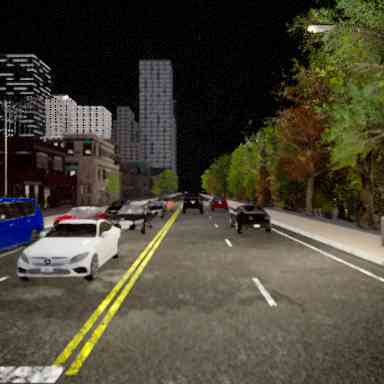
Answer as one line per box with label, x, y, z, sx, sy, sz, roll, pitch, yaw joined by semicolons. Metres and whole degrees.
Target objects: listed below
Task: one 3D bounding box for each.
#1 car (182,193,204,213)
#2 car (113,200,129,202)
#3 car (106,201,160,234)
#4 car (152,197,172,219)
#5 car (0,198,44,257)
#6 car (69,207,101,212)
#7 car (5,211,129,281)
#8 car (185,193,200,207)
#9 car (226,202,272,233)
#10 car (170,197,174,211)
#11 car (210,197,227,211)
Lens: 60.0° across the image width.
car;0.096;1.217;36.813;2.150;2.045;5.566;0;-1;0
car;-6.506;1.507;30.521;1.837;1.490;4.892;0;0;0
car;-3.327;1.493;19.219;2.128;1.511;4.902;0;0;0
car;-3.254;1.494;29.305;2.128;1.511;4.902;0;0;0
car;-6.592;1.223;10.342;2.150;2.045;5.566;0;0;0
car;-6.572;1.603;20.152;1.895;1.301;4.718;0;0;0
car;-3.346;1.527;9.998;1.812;1.442;4.674;0;0;0
car;0.081;1.223;52.465;2.150;2.045;5.566;0;0;0
car;3.347;1.506;19.600;1.837;1.490;4.892;0;0;0
car;-3.257;1.355;39.591;2.097;1.767;4.553;0;0;0
car;3.344;1.354;41.746;2.097;1.767;4.553;0;0;0
